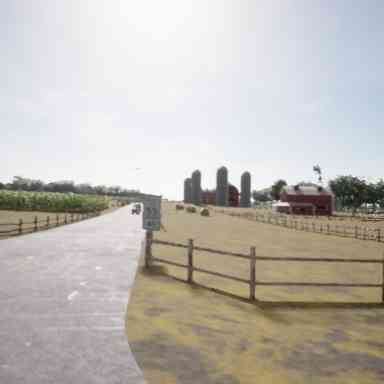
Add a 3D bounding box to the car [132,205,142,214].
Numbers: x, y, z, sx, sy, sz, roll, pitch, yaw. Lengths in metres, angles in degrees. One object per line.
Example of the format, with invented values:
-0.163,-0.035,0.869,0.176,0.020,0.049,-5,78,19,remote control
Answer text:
-14.732,4.793,87.083,1.882,1.535,5.008,2,-1,-7,car
